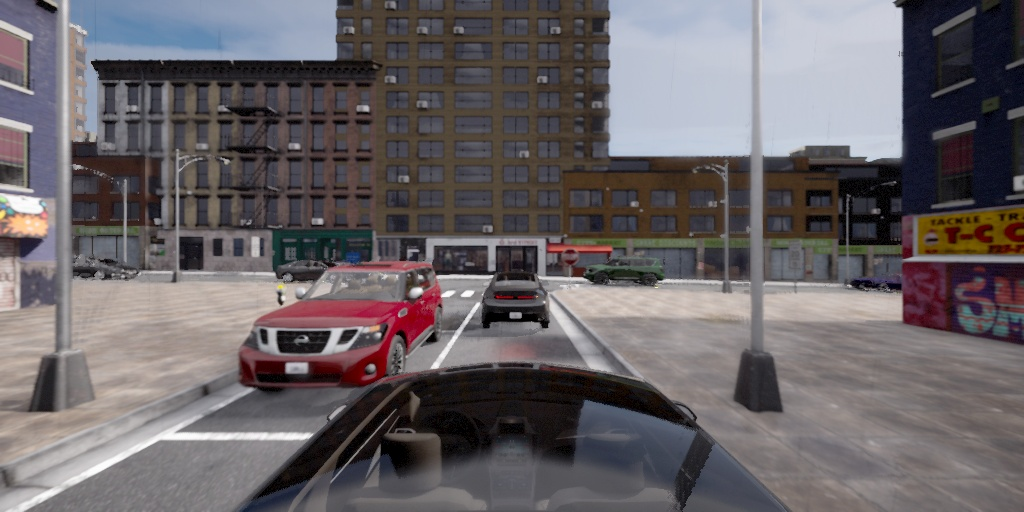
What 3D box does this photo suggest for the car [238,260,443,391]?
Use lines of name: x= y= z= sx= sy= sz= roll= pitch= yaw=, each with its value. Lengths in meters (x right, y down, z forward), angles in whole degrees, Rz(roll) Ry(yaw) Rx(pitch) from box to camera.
car: x=-2.637 y=1.046 z=6.909 sx=2.192 sy=1.841 sz=5.009 roll=0 pitch=0 yaw=0

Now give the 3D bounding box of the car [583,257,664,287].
car: x=7.997 y=1.077 z=25.778 sx=5.566 sy=2.045 sz=2.150 roll=2 pitch=0 yaw=0

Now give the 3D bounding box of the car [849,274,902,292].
car: x=27.405 y=1.942 z=25.857 sx=4.718 sy=1.301 sz=1.895 roll=2 pitch=0 yaw=0

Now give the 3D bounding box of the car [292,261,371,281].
car: x=-12.893 y=1.081 z=25.873 sx=4.718 sy=1.301 sz=1.895 roll=1 pitch=0 yaw=-2

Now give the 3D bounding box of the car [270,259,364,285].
car: x=-12.252 y=0.995 z=22.739 sx=4.892 sy=1.490 sz=1.837 roll=1 pitch=0 yaw=0

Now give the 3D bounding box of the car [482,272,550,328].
car: x=0.122 y=1.220 z=11.258 sx=1.837 sy=1.490 sz=4.892 roll=0 pitch=0 yaw=1

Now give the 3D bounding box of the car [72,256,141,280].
car: x=-26.519 y=0.765 z=22.680 sx=4.892 sy=1.490 sz=1.837 roll=2 pitch=0 yaw=0
